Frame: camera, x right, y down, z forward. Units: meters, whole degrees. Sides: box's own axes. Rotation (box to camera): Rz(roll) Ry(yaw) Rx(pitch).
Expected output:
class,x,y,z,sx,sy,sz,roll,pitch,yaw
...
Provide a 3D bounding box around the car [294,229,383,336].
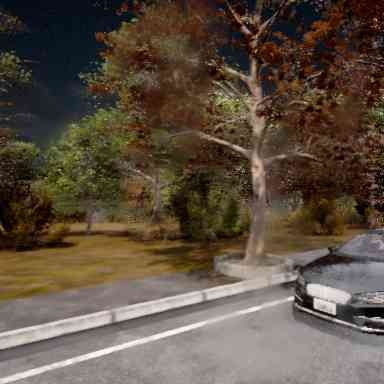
class,x,y,z,sx,sy,sz,roll,pitch,yaw
car,4.047,1.515,6.574,4.902,1.511,2.128,0,0,-36
